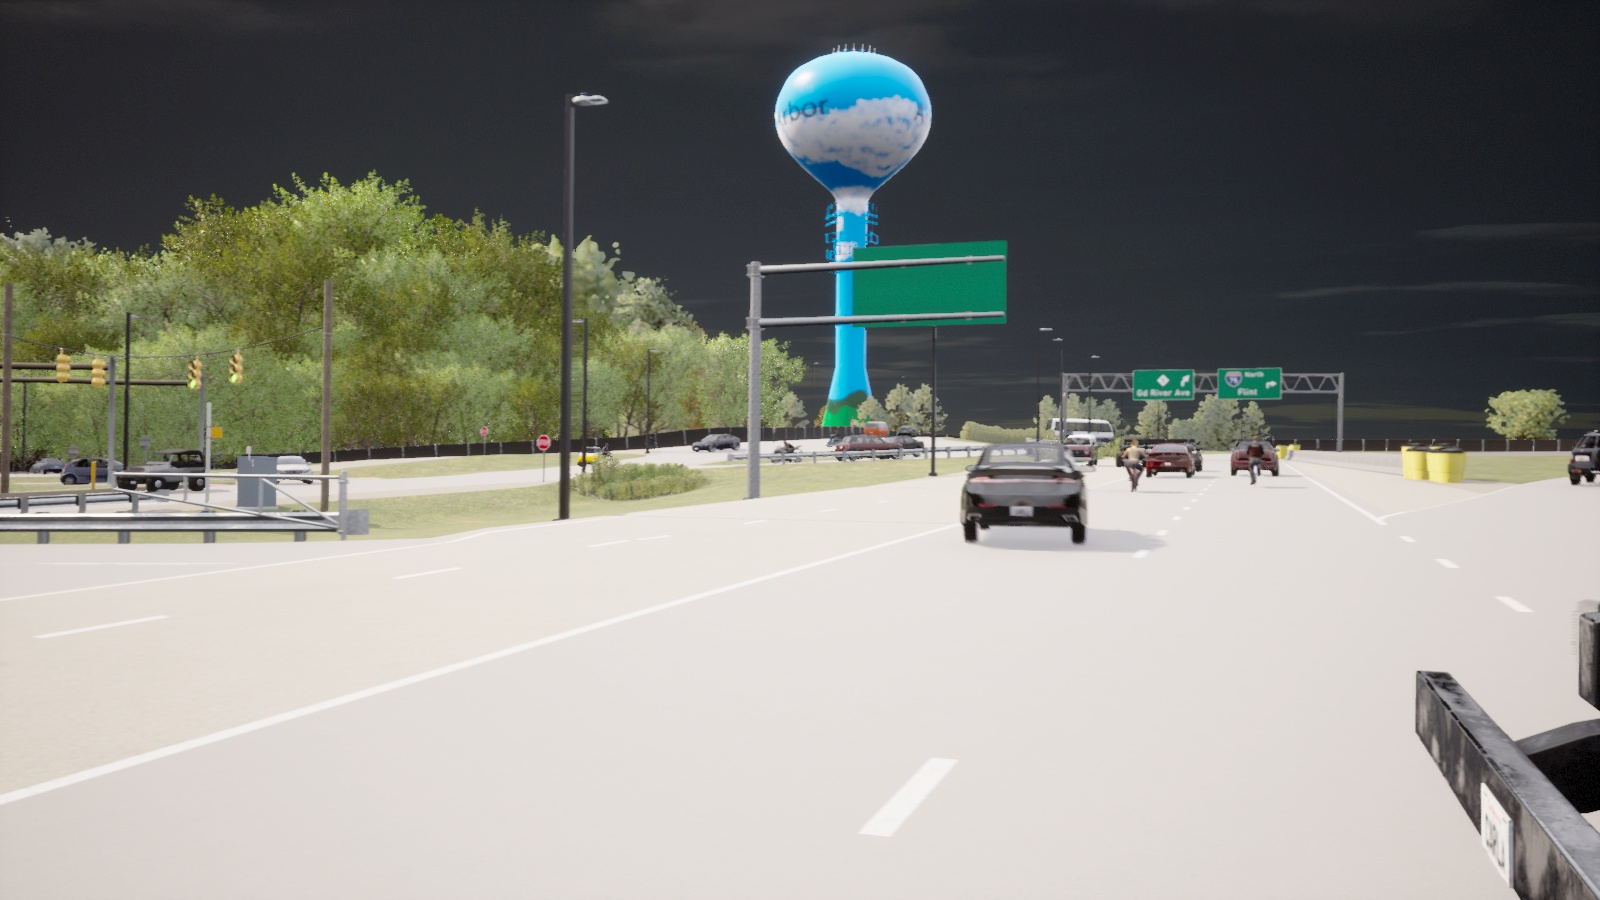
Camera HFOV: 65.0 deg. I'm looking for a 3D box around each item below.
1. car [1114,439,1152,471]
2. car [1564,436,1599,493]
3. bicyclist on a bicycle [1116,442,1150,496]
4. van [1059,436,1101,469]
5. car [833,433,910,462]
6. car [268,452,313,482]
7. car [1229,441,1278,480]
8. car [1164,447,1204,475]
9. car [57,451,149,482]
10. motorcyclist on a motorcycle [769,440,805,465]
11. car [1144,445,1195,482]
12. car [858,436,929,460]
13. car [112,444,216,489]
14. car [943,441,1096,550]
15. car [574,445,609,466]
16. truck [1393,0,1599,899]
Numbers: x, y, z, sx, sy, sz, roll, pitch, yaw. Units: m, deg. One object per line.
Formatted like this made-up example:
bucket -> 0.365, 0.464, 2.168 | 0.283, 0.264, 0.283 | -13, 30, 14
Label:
car -> 20.651, 0.287, 77.833 | 1.905, 1.878, 3.866 | 1, 0, 20
car -> 27.366, 0.451, 42.436 | 1.932, 1.855, 4.605 | 0, 1, 40
bicyclist on a bicycle -> 10.252, 0.560, 38.643 | 0.866, 1.612, 1.509 | 1, 0, 20
van -> 18.161, 0.163, 81.244 | 2.069, 2.038, 4.480 | 1, 0, 20
car -> 4.638, -0.157, 81.538 | 4.553, 1.767, 2.097 | -1, 0, -23
car -> -26.488, 0.845, 65.230 | 1.812, 1.442, 4.674 | 0, 0, -26
car -> 21.416, 0.477, 59.303 | 2.097, 1.767, 4.553 | 1, 0, 20
car -> 20.732, 0.573, 67.739 | 1.816, 1.474, 4.193 | 1, 0, 20
car -> -38.061, 0.893, 68.654 | 3.988, 1.617, 1.851 | -1, -1, -6
motorcyclist on a motorcycle -> -0.882, 0.165, 83.474 | 2.191, 1.530, 0.866 | -2, 0, -21
car -> 16.592, 0.564, 56.240 | 1.882, 1.535, 5.008 | 1, 0, 20
car -> 6.519, -0.152, 87.224 | 5.008, 1.535, 1.882 | -2, 1, -42
car -> -28.110, 0.710, 55.630 | 1.905, 1.878, 3.866 | 1, 1, 19
car -> 3.629, 0.626, 20.169 | 2.128, 1.511, 4.902 | 1, 0, 13
car -> -14.673, 0.349, 88.466 | 1.481, 1.376, 2.207 | 1, 2, 20
truck -> 5.248, -0.142, 1.446 | 7.936, 3.462, 2.891 | 1, 1, 19
